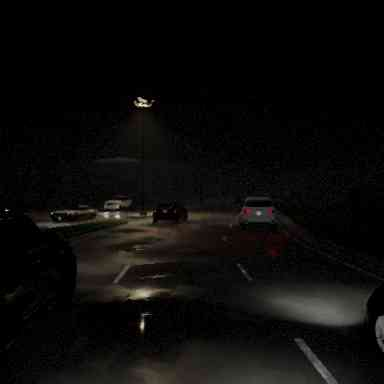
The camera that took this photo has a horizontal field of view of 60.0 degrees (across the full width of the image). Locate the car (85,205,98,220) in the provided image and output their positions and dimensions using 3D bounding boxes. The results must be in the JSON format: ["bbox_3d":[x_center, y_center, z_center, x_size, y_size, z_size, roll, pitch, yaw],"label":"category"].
[{"bbox_3d":[-10.027,1.812,28.506,1.895,1.301,4.718,0,0,12],"label":"car"}]

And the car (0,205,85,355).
[{"bbox_3d":[-3.344,1.257,4.726,2.150,2.045,5.566,0,-1,-5],"label":"car"}]

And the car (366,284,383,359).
[{"bbox_3d":[3.521,1.526,2.980,1.837,1.490,4.892,0,0,-1],"label":"car"}]

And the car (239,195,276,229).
[{"bbox_3d":[4.560,1.387,23.041,2.150,2.045,5.566,0,0,10],"label":"car"}]

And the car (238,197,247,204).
[{"bbox_3d":[12.853,2.130,84.121,2.128,1.511,4.902,0,0,11],"label":"car"}]

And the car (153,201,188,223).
[{"bbox_3d":[-1.692,1.553,27.517,2.097,1.767,4.553,0,0,10],"label":"car"}]

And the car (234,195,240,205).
[{"bbox_3d":[9.846,1.721,68.920,2.150,2.045,5.566,0,0,11],"label":"car"}]

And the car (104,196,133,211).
[{"bbox_3d":[-10.033,1.563,45.809,2.150,2.045,5.566,0,-1,12],"label":"car"}]
